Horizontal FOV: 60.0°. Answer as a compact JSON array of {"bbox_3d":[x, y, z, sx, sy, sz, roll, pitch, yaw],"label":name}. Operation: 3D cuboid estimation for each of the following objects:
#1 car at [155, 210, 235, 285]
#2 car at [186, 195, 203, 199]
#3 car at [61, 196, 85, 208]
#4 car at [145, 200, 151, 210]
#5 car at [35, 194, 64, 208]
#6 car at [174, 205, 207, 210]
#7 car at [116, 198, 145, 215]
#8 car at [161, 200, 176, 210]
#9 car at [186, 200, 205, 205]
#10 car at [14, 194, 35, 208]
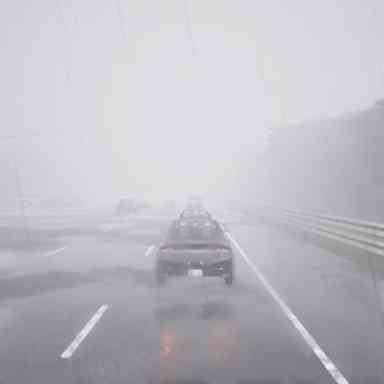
[{"bbox_3d":[0.090,1.486,9.416,2.128,1.511,4.902,0,0,1],"label":"car"},{"bbox_3d":[0.357,1.416,44.041,2.150,2.045,5.566,0,0,0],"label":"car"},{"bbox_3d":[-17.286,1.679,49.295,1.994,1.385,4.181,0,0,-1],"label":"car"},{"bbox_3d":[-6.652,1.755,45.113,1.895,1.301,4.718,0,0,0],"label":"car"},{"bbox_3d":[-20.789,1.319,49.772,2.150,2.045,5.566,0,-1,-1],"label":"car"},{"bbox_3d":[0.178,1.628,18.807,1.895,1.301,4.718,0,0,1],"label":"car"},{"bbox_3d":[-6.632,1.435,35.452,2.097,1.767,4.553,0,0,0],"label":"car"},{"bbox_3d":[-3.153,1.728,45.444,2.033,1.411,5.357,0,0,-1],"label":"car"},{"bbox_3d":[0.244,1.625,27.974,2.033,1.411,5.357,0,0,0],"label":"car"},{"bbox_3d":[-24.288,1.295,49.773,2.150,2.045,5.566,0,-1,-1],"label":"car"}]
